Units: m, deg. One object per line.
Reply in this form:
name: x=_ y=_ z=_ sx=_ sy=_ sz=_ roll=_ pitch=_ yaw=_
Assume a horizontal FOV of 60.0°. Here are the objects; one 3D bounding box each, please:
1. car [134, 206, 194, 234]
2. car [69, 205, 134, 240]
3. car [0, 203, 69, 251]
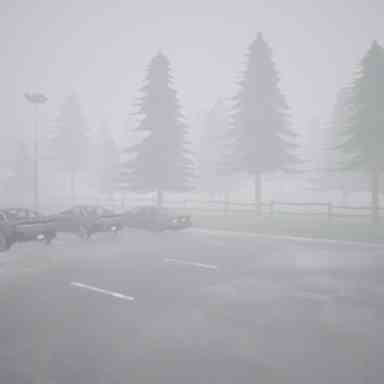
car: x=-2.458 y=1.482 z=18.643 sx=5.357 sy=1.411 sz=2.033 roll=0 pitch=0 yaw=36
car: x=-5.526 y=1.419 z=16.530 sx=4.902 sy=1.511 sz=2.128 roll=0 pitch=0 yaw=36
car: x=-7.559 y=1.419 z=13.681 sx=4.902 sy=1.511 sz=2.128 roll=0 pitch=0 yaw=36
